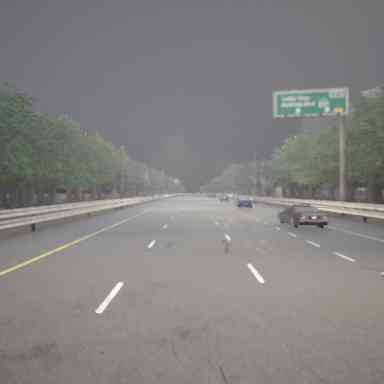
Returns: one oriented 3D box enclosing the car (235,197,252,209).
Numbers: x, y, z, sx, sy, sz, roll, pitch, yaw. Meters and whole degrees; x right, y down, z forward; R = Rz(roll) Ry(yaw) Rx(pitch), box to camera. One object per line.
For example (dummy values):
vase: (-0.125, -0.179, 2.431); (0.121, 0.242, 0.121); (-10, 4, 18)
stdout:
car: (7.085, 1.471, 46.003); (1.882, 1.535, 5.008); (0, 0, 0)

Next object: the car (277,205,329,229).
car: (7.032, 1.537, 21.613); (2.033, 1.411, 5.357); (0, 0, 0)

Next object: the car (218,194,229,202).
car: (7.146, 1.320, 75.261); (2.097, 1.767, 4.553); (0, 0, 0)
